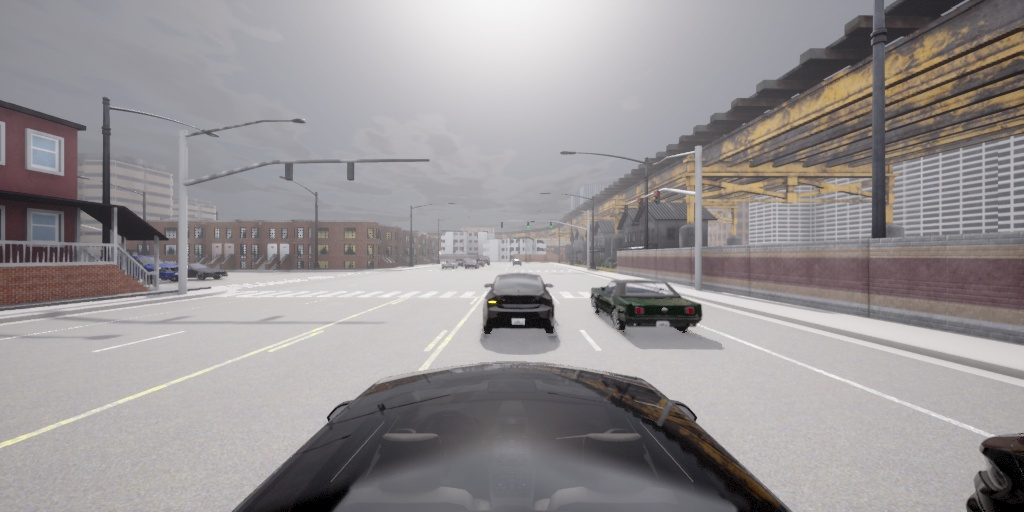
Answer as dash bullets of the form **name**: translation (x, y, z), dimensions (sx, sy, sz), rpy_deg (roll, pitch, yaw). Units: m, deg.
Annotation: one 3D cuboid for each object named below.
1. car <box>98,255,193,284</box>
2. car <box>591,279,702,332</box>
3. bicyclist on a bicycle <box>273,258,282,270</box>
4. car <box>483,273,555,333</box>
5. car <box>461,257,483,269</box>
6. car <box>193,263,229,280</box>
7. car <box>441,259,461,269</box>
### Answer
- **car**: translation (-27.629, 0.971, 26.658), dimensions (5.566, 2.045, 2.150), rpy_deg (0, 0, 1)
- **car**: translation (3.703, 1.351, 10.885), dimensions (1.895, 1.301, 4.718), rpy_deg (0, 0, 1)
- **bicyclist on a bicycle**: translation (-30.533, 1.050, 46.684), dimensions (0.582, 1.620, 1.656), rpy_deg (0, 0, 1)
- **car**: translation (0.199, 1.257, 10.789), dimensions (1.837, 1.490, 4.892), rpy_deg (0, 1, 1)
- **car**: translation (-6.294, 1.297, 56.927), dimensions (2.033, 1.411, 5.357), rpy_deg (0, 0, 1)
- **car**: translation (-27.093, 1.297, 30.144), dimensions (5.357, 1.411, 2.033), rpy_deg (0, 0, 1)
- **car**: translation (-9.801, 1.351, 56.657), dimensions (1.895, 1.301, 4.718), rpy_deg (0, 0, 2)
